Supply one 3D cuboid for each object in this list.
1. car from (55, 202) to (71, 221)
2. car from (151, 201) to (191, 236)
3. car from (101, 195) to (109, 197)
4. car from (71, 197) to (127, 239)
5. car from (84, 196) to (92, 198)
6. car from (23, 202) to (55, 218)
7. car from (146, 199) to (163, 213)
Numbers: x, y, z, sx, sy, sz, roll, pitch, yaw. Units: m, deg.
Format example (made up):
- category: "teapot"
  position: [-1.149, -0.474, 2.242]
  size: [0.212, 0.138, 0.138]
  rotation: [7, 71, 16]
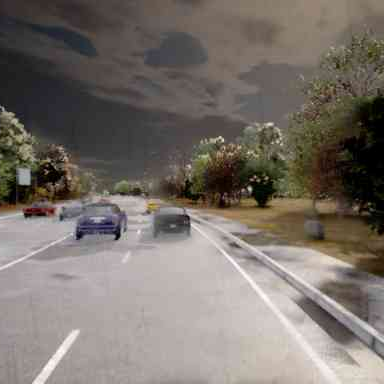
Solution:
- category: "car"
  position: [-9.771, 1.546, 27.857]
  size: [1.812, 1.442, 4.674]
  rotation: [0, 0, -9]
- category: "car"
  position: [-1.189, 1.483, 18.436]
  size: [1.882, 1.535, 5.008]
  rotation: [0, 0, -7]
- category: "car"
  position: [-17.891, 1.387, 68.206]
  size: [2.097, 1.767, 4.553]
  rotation: [0, 0, -12]
- category: "car"
  position: [-4.620, 1.364, 17.550]
  size: [2.097, 1.767, 4.553]
  rotation: [0, 0, -6]
- category: "car"
  position: [-21.863, 1.549, 70.018]
  size: [2.128, 1.511, 4.902]
  rotation: [0, 0, -12]
- category: "car"
  position: [-13.704, 1.627, 30.204]
  size: [1.895, 1.301, 4.718]
  rotation: [0, 0, -10]
- category: "car"
  position: [-4.021, 1.490, 36.607]
  size: [1.882, 1.535, 5.008]
  rotation: [0, 0, -10]
